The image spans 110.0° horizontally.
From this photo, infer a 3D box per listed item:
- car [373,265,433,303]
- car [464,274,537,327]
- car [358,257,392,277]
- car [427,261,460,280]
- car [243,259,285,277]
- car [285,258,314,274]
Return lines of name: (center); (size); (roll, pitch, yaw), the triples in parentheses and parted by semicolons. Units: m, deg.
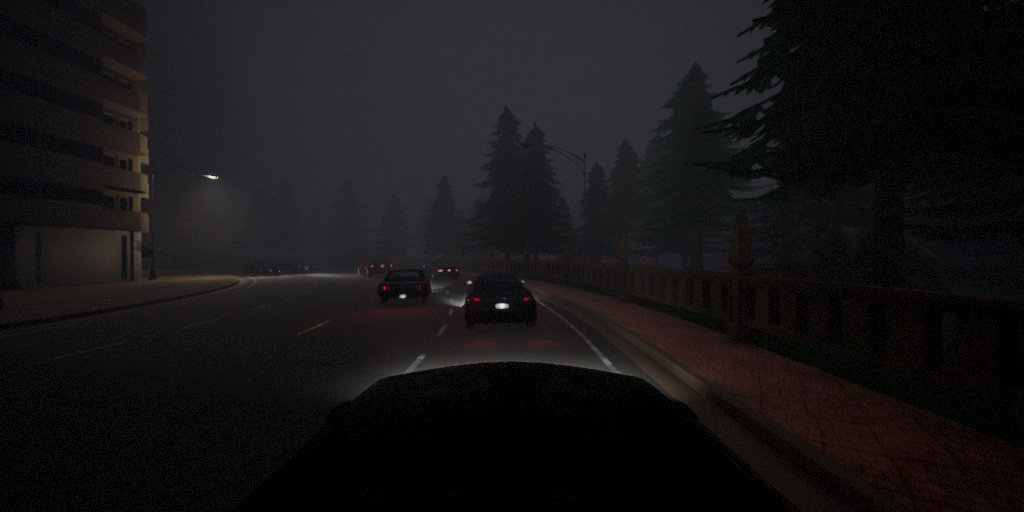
car: (-4.668, 1.244, 16.005); (1.895, 1.301, 4.718); (0, 0, -12)
car: (-0.466, 1.243, 11.240); (1.994, 1.385, 4.181); (0, 1, -6)
car: (-12.030, 0.880, 31.497); (2.097, 1.767, 4.553); (0, 1, -36)
car: (-5.816, 1.098, 28.516); (2.033, 1.411, 5.357); (0, 1, -29)
car: (-22.769, 1.025, 32.529); (4.892, 1.490, 1.837); (0, 0, 38)
car: (-21.973, 0.983, 36.320); (4.902, 1.511, 2.128); (0, 0, 36)
